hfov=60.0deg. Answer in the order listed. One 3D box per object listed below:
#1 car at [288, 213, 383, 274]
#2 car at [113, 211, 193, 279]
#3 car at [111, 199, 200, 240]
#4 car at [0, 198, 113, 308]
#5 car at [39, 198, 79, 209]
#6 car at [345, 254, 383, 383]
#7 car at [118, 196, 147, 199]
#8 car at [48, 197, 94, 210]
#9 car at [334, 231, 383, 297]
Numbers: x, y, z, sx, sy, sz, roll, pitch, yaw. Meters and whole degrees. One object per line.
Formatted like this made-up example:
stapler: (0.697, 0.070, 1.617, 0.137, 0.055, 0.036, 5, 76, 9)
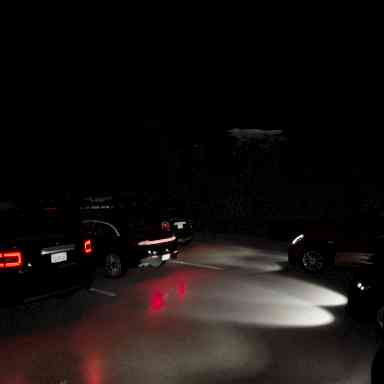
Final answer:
car: (5.001, 1.352, 9.025, 4.553, 1.767, 2.097, 0, 0, 36)
car: (-2.645, 1.491, 10.139, 4.902, 1.511, 2.128, 0, 0, 36)
car: (-2.185, 1.351, 14.108, 4.553, 1.767, 2.097, 0, 0, 35)
car: (-4.530, 1.221, 7.213, 5.566, 2.045, 2.150, 0, 0, 33)
car: (-18.131, 1.491, 45.540, 1.895, 1.301, 4.718, 0, 0, 43)
car: (3.575, 1.474, 1.437, 5.008, 1.535, 1.882, 0, 0, 35)
car: (-8.681, 1.405, 49.870, 4.902, 1.511, 2.128, 0, 0, -41)
car: (-15.635, 1.453, 43.170, 2.033, 1.411, 5.357, 0, 0, 40)
car: (4.627, 1.564, 4.981, 4.181, 1.385, 1.994, 0, 0, 36)
